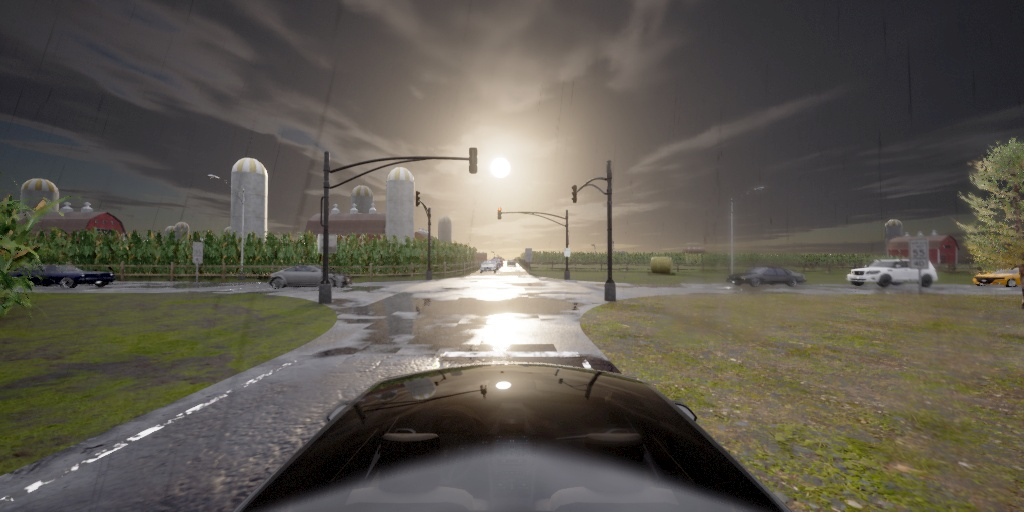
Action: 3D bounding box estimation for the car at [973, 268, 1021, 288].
[{"bbox_3d":[38.834,1.645,27.806,5.008,1.535,1.882,0,-1,-5],"label":"car"}]

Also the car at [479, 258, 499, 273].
[{"bbox_3d":[-2.827,1.312,43.405,1.812,1.442,4.674,0,0,-1],"label":"car"}]

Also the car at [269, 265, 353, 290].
[{"bbox_3d":[-11.447,1.197,20.609,4.181,1.385,1.994,0,-1,-4],"label":"car"}]

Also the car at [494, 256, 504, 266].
[{"bbox_3d":[-2.904,1.295,62.584,1.882,1.535,5.008,0,0,0],"label":"car"}]

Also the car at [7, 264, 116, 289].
[{"bbox_3d":[-25.163,1.120,19.802,4.718,1.301,1.895,0,-1,-3],"label":"car"}]

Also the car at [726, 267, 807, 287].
[{"bbox_3d":[18.670,1.525,26.339,5.357,1.411,2.033,1,-1,-8],"label":"car"}]

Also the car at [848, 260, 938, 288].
[{"bbox_3d":[28.655,1.291,27.050,5.566,2.045,2.150,1,-1,-4],"label":"car"}]

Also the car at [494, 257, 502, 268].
[{"bbox_3d":[-2.883,1.325,52.563,1.812,1.442,4.674,0,0,0],"label":"car"}]
